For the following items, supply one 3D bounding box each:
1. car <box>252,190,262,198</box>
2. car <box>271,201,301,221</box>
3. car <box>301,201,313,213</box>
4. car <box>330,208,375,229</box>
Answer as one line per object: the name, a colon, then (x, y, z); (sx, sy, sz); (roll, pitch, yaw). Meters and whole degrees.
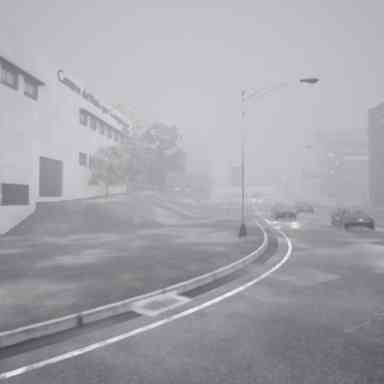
car: (13.889, 0.479, 70.897); (1.837, 1.490, 4.892); (0, 4, 8)
car: (8.496, 1.761, 30.948); (1.882, 1.535, 5.008); (0, 0, 8)
car: (13.541, 1.793, 40.886); (1.994, 1.385, 4.181); (0, 1, 8)
car: (11.126, 1.780, 23.299); (1.994, 1.385, 4.181); (0, -1, 9)
